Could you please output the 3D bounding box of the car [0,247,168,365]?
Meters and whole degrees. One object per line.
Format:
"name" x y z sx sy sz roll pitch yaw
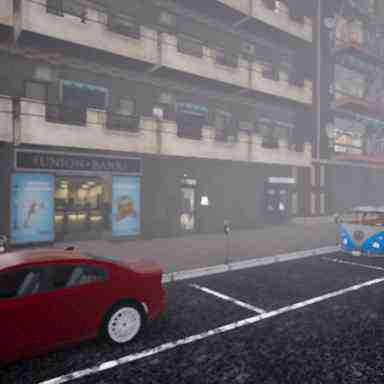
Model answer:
"car" -2.508 1.545 4.765 4.507 1.381 1.887 0 0 -36

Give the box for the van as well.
"van" 6.710 1.351 11.343 3.998 1.788 1.690 0 0 -36
